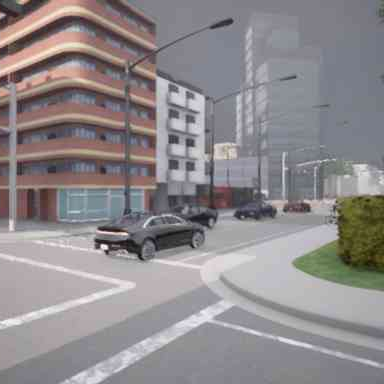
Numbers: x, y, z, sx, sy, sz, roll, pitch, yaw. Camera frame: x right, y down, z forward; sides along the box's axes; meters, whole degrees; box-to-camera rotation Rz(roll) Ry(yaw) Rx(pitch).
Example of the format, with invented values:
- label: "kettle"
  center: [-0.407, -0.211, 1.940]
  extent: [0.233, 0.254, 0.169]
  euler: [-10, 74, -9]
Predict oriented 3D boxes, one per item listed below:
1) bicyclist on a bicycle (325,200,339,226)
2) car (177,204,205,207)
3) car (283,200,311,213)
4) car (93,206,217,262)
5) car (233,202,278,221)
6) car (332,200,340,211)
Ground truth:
- label: "bicyclist on a bicycle"
  center: [8.861, 1.306, 19.982]
  extent: [1.656, 1.620, 0.582]
  euler: [0, 0, 36]
- label: "car"
  center: [-0.386, 1.486, 19.951]
  extent: [1.882, 1.535, 5.008]
  euler: [0, 0, 36]
- label: "car"
  center: [11.510, 1.572, 36.414]
  extent: [1.994, 1.385, 4.181]
  euler: [0, 0, 36]
- label: "car"
  center: [-1.356, 1.497, 12.384]
  extent: [2.128, 1.511, 4.902]
  euler: [0, 0, 35]
- label: "car"
  center: [5.494, 1.556, 28.108]
  extent: [2.033, 1.411, 5.357]
  euler: [0, 0, 36]
- label: "car"
  center: [17.834, 1.570, 38.908]
  extent: [1.994, 1.385, 4.181]
  euler: [0, 0, 36]
